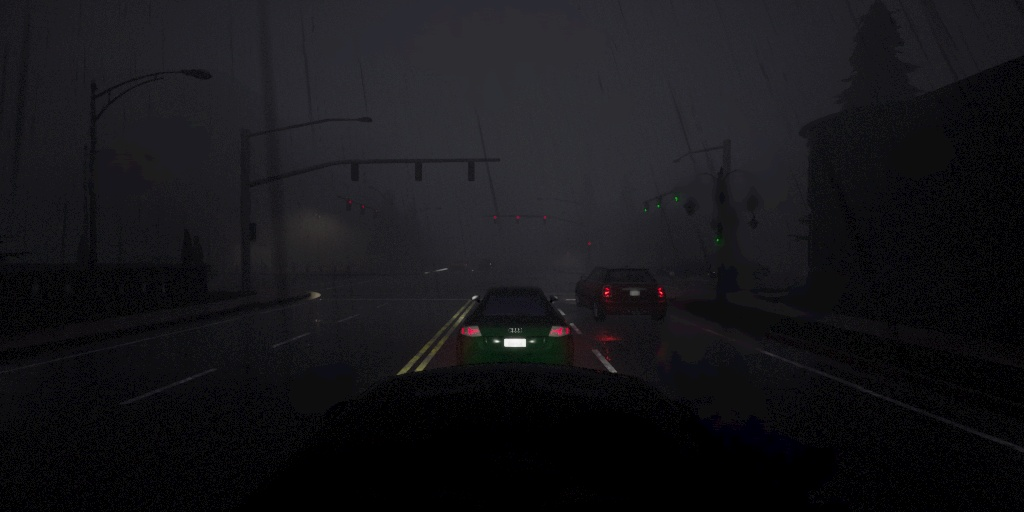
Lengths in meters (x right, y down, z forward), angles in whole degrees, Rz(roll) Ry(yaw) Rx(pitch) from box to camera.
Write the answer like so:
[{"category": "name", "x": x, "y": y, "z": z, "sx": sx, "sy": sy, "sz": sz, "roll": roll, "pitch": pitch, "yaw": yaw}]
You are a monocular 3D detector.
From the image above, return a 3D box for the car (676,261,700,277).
[{"category": "car", "x": 16.181, "y": 1.228, "z": 33.636, "sx": 5.008, "sy": 1.535, "sz": 1.882, "roll": -1, "pitch": 0, "yaw": -2}]

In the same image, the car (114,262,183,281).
[{"category": "car", "x": -23.945, "y": 1.276, "z": 23.336, "sx": 4.674, "sy": 1.442, "sz": 1.812, "roll": 0, "pitch": 0, "yaw": 0}]

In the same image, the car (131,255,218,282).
[{"category": "car", "x": -25.332, "y": 0.971, "z": 26.816, "sx": 5.566, "sy": 2.045, "sz": 2.150, "roll": 0, "pitch": 0, "yaw": 0}]

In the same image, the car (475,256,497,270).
[{"category": "car", "x": -3.605, "y": 1.102, "z": 50.733, "sx": 2.097, "sy": 1.767, "sz": 4.553, "roll": 0, "pitch": 0, "yaw": 0}]

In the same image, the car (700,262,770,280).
[{"category": "car", "x": 18.944, "y": 1.253, "z": 30.197, "sx": 4.892, "sy": 1.490, "sz": 1.837, "roll": -1, "pitch": 0, "yaw": -1}]

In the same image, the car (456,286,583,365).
[{"category": "car", "x": 0.063, "y": 1.314, "z": 7.558, "sx": 1.994, "sy": 1.385, "sz": 4.181, "roll": 0, "pitch": 0, "yaw": 0}]

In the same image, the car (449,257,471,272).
[{"category": "car", "x": -7.110, "y": 1.228, "z": 47.809, "sx": 1.882, "sy": 1.535, "sz": 5.008, "roll": 0, "pitch": 1, "yaw": 0}]

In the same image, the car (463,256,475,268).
[{"category": "car", "x": -7.087, "y": 1.243, "z": 62.346, "sx": 2.128, "sy": 1.511, "sz": 4.902, "roll": 0, "pitch": 0, "yaw": 0}]

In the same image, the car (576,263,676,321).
[{"category": "car", "x": 3.579, "y": 1.102, "z": 12.570, "sx": 2.097, "sy": 1.767, "sz": 4.553, "roll": 0, "pitch": 0, "yaw": 0}]

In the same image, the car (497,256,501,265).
[{"category": "car", "x": -3.587, "y": 1.242, "z": 62.371, "sx": 2.128, "sy": 1.511, "sz": 4.902, "roll": 0, "pitch": 0, "yaw": 0}]

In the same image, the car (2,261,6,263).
[{"category": "car", "x": -50.612, "y": 1.102, "z": 33.984, "sx": 4.553, "sy": 1.767, "sz": 2.097, "roll": 0, "pitch": 0, "yaw": 0}]
